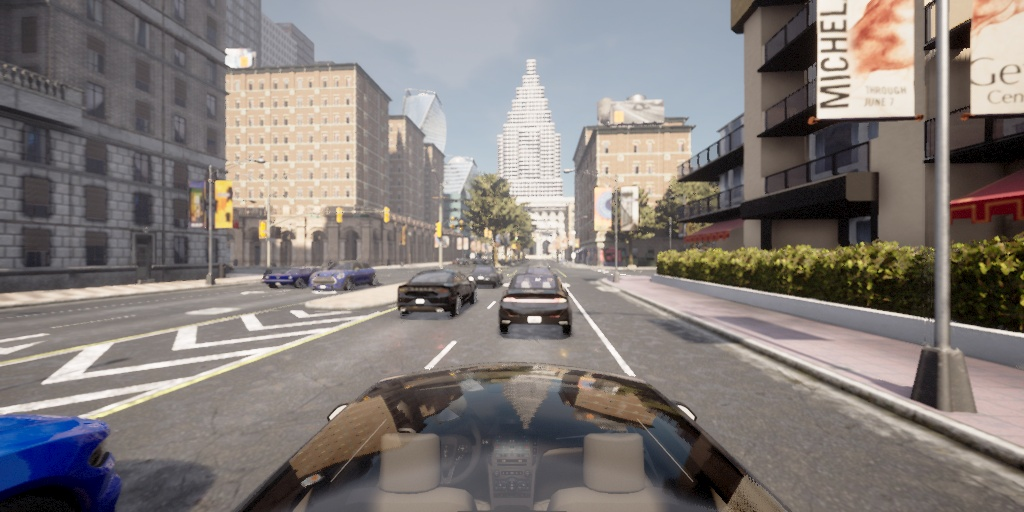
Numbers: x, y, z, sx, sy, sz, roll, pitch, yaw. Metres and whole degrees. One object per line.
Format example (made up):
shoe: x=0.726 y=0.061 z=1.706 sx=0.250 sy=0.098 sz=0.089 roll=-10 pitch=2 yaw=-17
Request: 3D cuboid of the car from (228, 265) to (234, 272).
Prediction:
car: x=-34.661 y=1.205 z=41.125 sx=4.892 sy=1.490 sz=1.837 roll=0 pitch=0 yaw=4

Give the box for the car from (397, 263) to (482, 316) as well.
car: x=-2.580 y=1.215 z=13.367 sx=1.882 sy=1.535 sz=5.008 roll=0 pitch=0 yaw=5

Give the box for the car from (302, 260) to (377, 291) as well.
car: x=-10.042 y=1.078 z=21.643 sx=2.097 sy=1.767 sz=4.553 roll=0 pitch=0 yaw=5

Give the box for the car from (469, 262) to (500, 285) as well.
car: x=-1.724 y=1.290 z=23.852 sx=1.994 sy=1.385 sz=4.181 roll=0 pitch=0 yaw=5

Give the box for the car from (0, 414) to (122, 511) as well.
car: x=-3.595 y=1.228 z=0.250 sx=1.882 sy=1.535 sz=5.008 roll=0 pitch=0 yaw=3

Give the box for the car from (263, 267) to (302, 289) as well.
car: x=-13.429 y=1.325 z=23.044 sx=1.895 sy=1.301 sz=4.718 roll=0 pitch=0 yaw=5

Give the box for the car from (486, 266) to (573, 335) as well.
car: x=0.712 y=1.232 z=10.587 sx=2.128 sy=1.511 sz=4.902 roll=0 pitch=0 yaw=5
